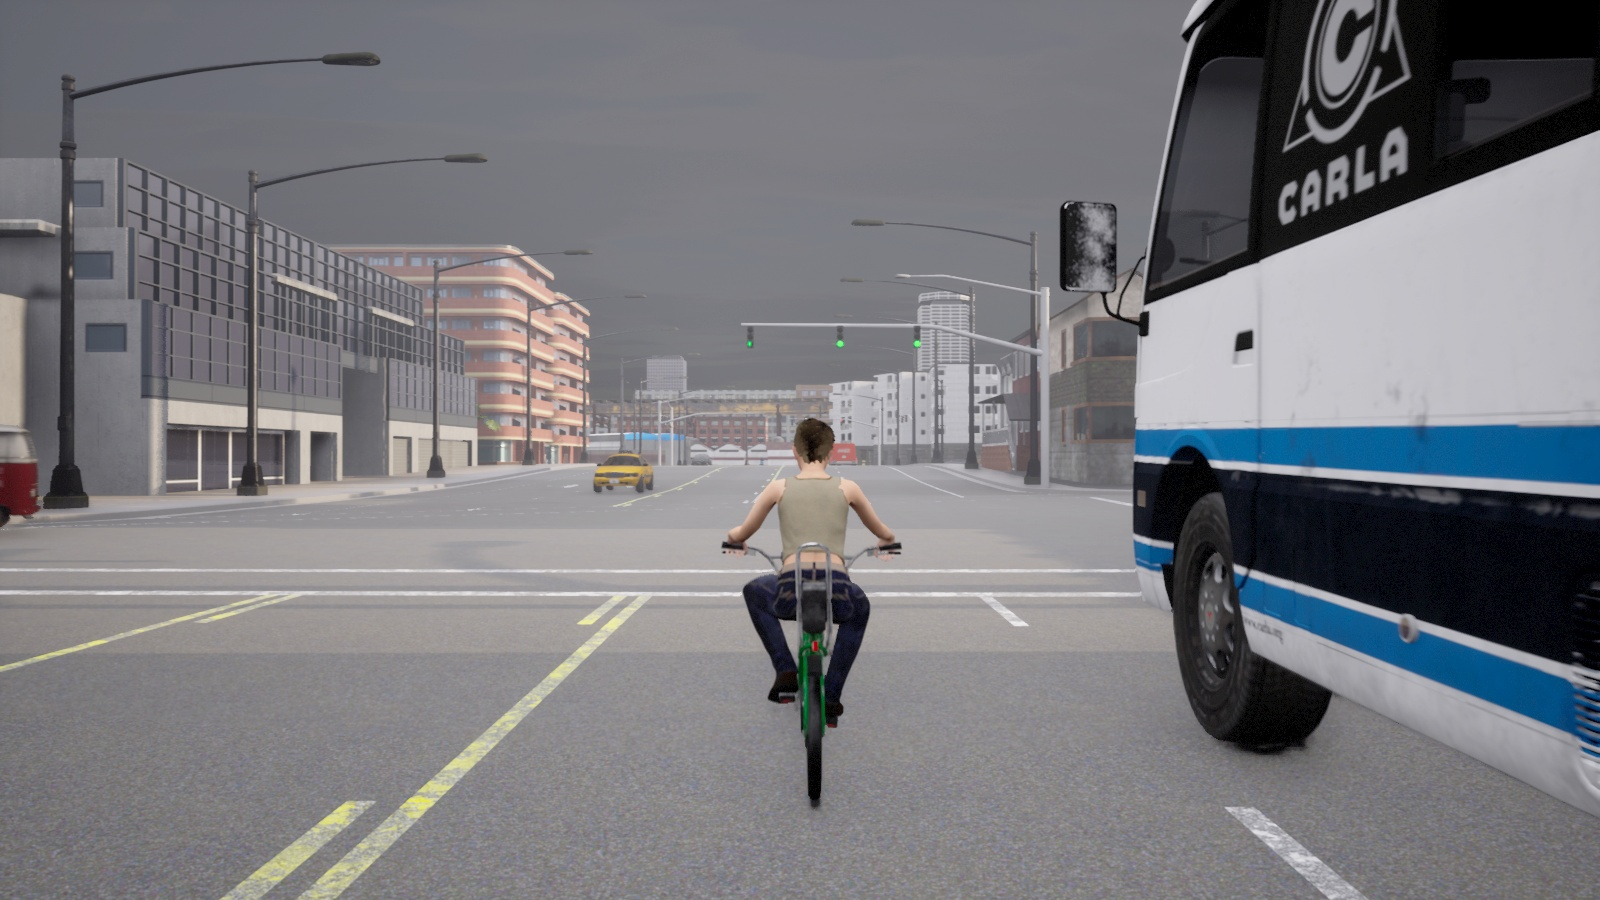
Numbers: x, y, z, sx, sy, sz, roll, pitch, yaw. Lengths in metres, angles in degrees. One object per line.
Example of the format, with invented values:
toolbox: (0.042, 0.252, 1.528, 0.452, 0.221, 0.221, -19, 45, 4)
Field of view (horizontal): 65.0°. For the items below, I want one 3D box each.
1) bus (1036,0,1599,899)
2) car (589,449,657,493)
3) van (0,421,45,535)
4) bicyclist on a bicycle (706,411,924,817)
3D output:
bus: (3.563, -0.638, 3.374, 3.944, 4.253, 10.273, 0, 1, 0)
car: (-6.709, 0.775, 48.170, 1.801, 1.575, 5.366, 0, 0, 0)
van: (-15.913, 0.477, 22.010, 4.442, 1.987, 1.775, 0, 0, -26)
bicyclist on a bicycle: (0.056, 0.665, 5.758, 0.866, 1.612, 1.509, 0, -1, 0)
